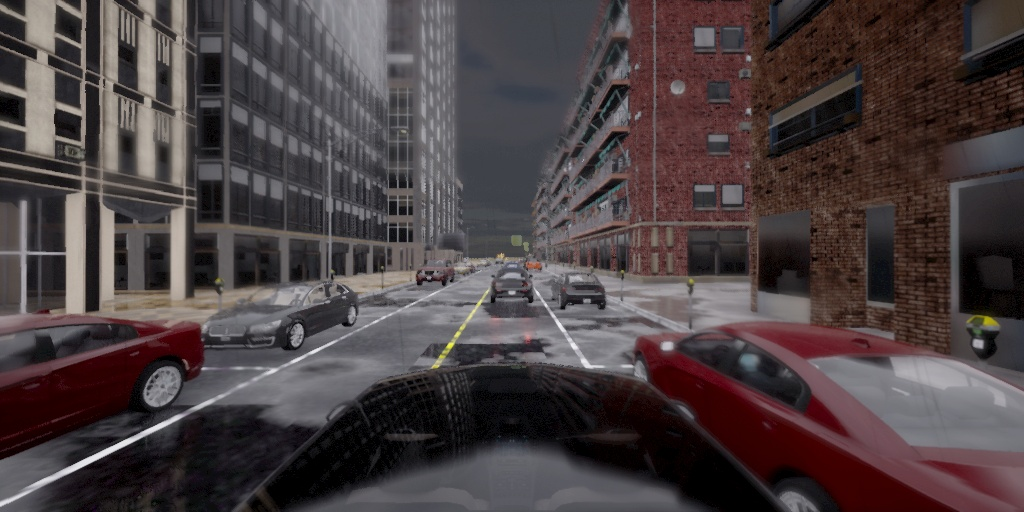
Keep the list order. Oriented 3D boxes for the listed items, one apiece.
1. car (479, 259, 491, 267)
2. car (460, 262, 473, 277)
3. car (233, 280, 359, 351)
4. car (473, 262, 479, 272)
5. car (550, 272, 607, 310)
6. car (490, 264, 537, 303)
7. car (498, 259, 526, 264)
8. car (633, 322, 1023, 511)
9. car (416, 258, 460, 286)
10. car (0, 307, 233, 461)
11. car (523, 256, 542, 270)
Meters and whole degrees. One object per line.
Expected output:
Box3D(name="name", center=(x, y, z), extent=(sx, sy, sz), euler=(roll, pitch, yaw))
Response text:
Box3D(name="car", center=(-5.315, 1.269, 64.007), extent=(1.751, 1.417, 4.829), euler=(0, 0, 0))
Box3D(name="car", center=(-5.315, 1.274, 36.341), extent=(1.751, 1.417, 4.829), euler=(0, 0, 0))
Box3D(name="car", center=(-5.315, 1.299, 8.845), extent=(2.007, 1.370, 4.403), euler=(0, 0, 0))
Box3D(name="car", center=(-5.315, 1.330, 42.044), extent=(1.802, 1.307, 4.207), euler=(0, 0, 0))
Box3D(name="car", center=(2.565, 1.299, 14.433), extent=(2.007, 1.370, 4.403), euler=(0, 0, 0))
Box3D(name="car", center=(0.000, 1.283, 16.500), extent=(1.812, 1.442, 4.674), euler=(0, 0, 0))
Box3D(name="car", center=(0.000, 1.283, 31.500), extent=(1.812, 1.442, 4.674), euler=(0, 0, 0))
Box3D(name="car", center=(2.565, 1.293, 3.379), extent=(1.888, 1.381, 4.507), euler=(0, 0, 0))
Box3D(name="car", center=(-5.315, 1.063, 25.445), extent=(2.192, 1.841, 5.009), euler=(0, 0, 0))
Box3D(name="car", center=(-5.315, 1.293, 3.312), extent=(1.888, 1.381, 4.507), euler=(0, 0, 0))
Box3D(name="car", center=(2.988, 1.099, 50.329), extent=(2.097, 1.767, 4.553), euler=(0, 0, 0))
